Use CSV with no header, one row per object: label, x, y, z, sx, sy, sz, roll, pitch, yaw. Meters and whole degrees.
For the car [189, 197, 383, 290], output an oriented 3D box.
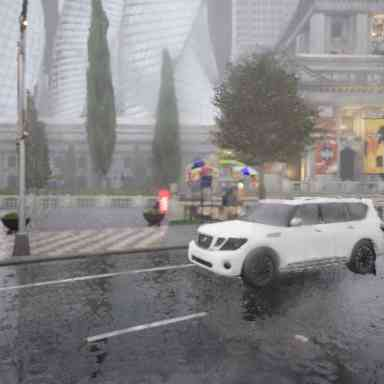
car,2.717,1.156,9.068,5.566,2.045,2.150,0,0,-24
